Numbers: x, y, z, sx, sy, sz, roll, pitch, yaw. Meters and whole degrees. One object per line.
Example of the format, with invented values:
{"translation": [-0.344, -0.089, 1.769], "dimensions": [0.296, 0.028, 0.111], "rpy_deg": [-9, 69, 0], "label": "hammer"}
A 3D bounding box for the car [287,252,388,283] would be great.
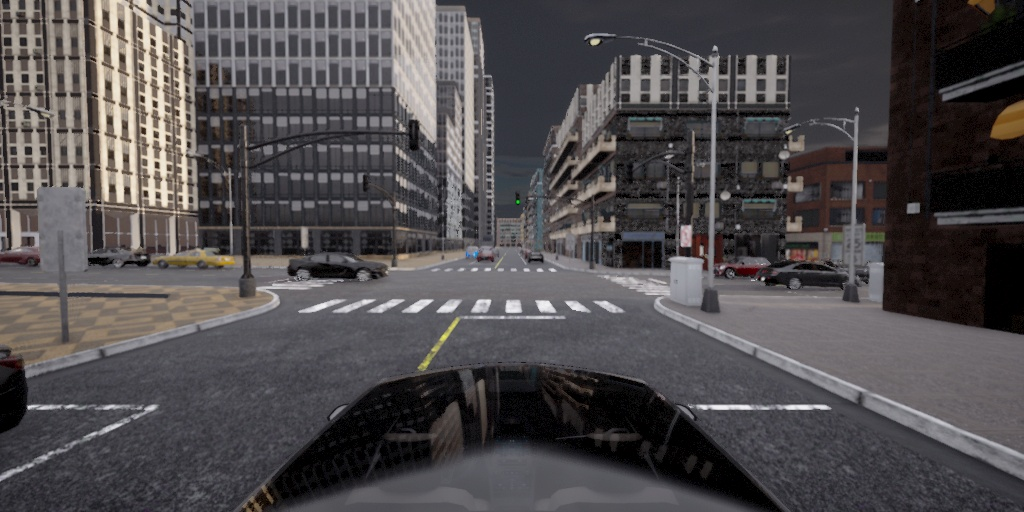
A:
{"translation": [-9.219, 0.548, 19.201], "dimensions": [5.008, 1.535, 1.882], "rpy_deg": [1, 2, -1], "label": "car"}

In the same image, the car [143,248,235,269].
{"translation": [-22.046, 0.158, 24.850], "dimensions": [4.829, 1.417, 1.751], "rpy_deg": [0, 0, -1], "label": "car"}

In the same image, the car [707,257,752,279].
{"translation": [16.011, 0.774, 25.217], "dimensions": [4.097, 1.591, 1.967], "rpy_deg": [0, 0, -1], "label": "car"}

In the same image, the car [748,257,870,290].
{"translation": [16.051, 1.042, 19.504], "dimensions": [4.892, 1.490, 1.837], "rpy_deg": [1, 2, -1], "label": "car"}

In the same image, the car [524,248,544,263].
{"translation": [2.688, 0.080, 41.403], "dimensions": [1.948, 1.339, 4.313], "rpy_deg": [0, 0, 0], "label": "car"}

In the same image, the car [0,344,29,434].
{"translation": [-5.690, 1.314, 1.776], "dimensions": [1.948, 1.339, 4.313], "rpy_deg": [0, 0, 0], "label": "car"}

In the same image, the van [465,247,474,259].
{"translation": [-5.693, -0.453, 51.364], "dimensions": [1.690, 1.789, 3.998], "rpy_deg": [0, 0, 0], "label": "van"}

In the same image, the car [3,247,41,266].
{"translation": [-33.109, 0.012, 24.631], "dimensions": [4.207, 1.307, 1.802], "rpy_deg": [0, 0, -1], "label": "car"}

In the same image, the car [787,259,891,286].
{"translation": [20.521, 1.010, 22.653], "dimensions": [4.892, 1.490, 1.837], "rpy_deg": [1, 2, -1], "label": "car"}

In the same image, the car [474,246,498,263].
{"translation": [-3.085, -0.051, 42.775], "dimensions": [1.882, 1.535, 5.008], "rpy_deg": [0, 2, 0], "label": "car"}

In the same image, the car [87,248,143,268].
{"translation": [-27.491, 0.099, 24.698], "dimensions": [4.313, 1.339, 1.948], "rpy_deg": [0, 0, -1], "label": "car"}

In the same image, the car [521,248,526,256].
{"translation": [2.687, -0.249, 51.365], "dimensions": [1.888, 1.381, 4.507], "rpy_deg": [0, 0, 0], "label": "car"}

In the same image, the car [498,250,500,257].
{"translation": [-3.052, -0.547, 59.253], "dimensions": [2.128, 1.511, 4.902], "rpy_deg": [0, 2, 1], "label": "car"}

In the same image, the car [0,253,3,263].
{"translation": [-27.387, 0.135, 16.322], "dimensions": [5.009, 1.841, 2.192], "rpy_deg": [0, 0, -1], "label": "car"}
